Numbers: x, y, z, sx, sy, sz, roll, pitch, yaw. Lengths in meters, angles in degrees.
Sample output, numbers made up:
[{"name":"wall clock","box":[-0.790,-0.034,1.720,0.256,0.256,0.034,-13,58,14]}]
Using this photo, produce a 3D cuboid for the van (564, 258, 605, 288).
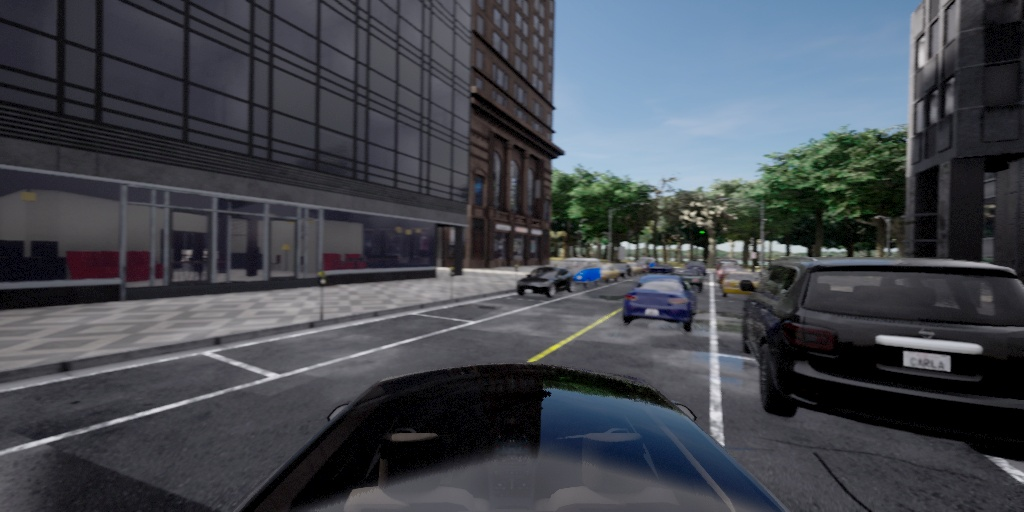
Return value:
[{"name":"van","box":[4.440,1.022,22.885,1.690,1.789,3.998,0,0,29]}]

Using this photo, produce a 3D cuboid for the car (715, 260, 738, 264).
[{"name":"car","box":[17.165,1.335,28.267,1.967,1.591,4.097,0,0,29]}]

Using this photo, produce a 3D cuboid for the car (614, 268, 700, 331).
[{"name":"car","box":[4.749,1.298,11.315,1.812,1.442,4.674,1,1,29]}]

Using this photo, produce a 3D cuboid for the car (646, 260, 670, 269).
[{"name":"car","box":[15.706,1.400,37.615,1.895,1.301,4.718,1,0,29]}]

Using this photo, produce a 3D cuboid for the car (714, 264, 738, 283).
[{"name":"car","box":[14.530,1.422,23.511,1.888,1.381,4.507,0,0,29]}]

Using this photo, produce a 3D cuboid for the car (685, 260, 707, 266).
[{"name":"car","box":[19.709,1.226,38.523,2.097,1.767,4.553,1,1,29]}]

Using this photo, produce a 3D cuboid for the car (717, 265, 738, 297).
[{"name":"car","box":[11.978,1.385,18.903,1.751,1.417,4.829,0,0,29]}]

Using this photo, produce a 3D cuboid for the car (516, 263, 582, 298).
[{"name":"car","box":[1.805,1.229,18.128,1.948,1.339,4.313,0,0,29]}]

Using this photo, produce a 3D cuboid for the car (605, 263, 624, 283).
[{"name":"car","box":[6.992,1.224,27.493,1.751,1.417,4.829,0,0,29]}]

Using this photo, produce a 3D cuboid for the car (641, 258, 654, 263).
[{"name":"car","box":[14.978,1.195,41.911,1.967,1.591,4.097,0,0,29]}]

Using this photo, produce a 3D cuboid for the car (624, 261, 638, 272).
[{"name":"car","box":[9.709,1.283,32.398,1.948,1.339,4.313,0,0,29]}]

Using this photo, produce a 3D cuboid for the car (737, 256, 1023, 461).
[{"name":"car","box":[5.000,1.040,5.552,2.150,2.045,5.566,1,0,29]}]

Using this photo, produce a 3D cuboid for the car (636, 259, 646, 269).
[{"name":"car","box":[12.261,1.261,37.006,1.751,1.417,4.829,0,0,29]}]

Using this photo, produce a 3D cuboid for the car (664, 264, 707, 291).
[{"name":"car","box":[10.896,1.414,22.414,1.895,1.301,4.718,1,0,29]}]
